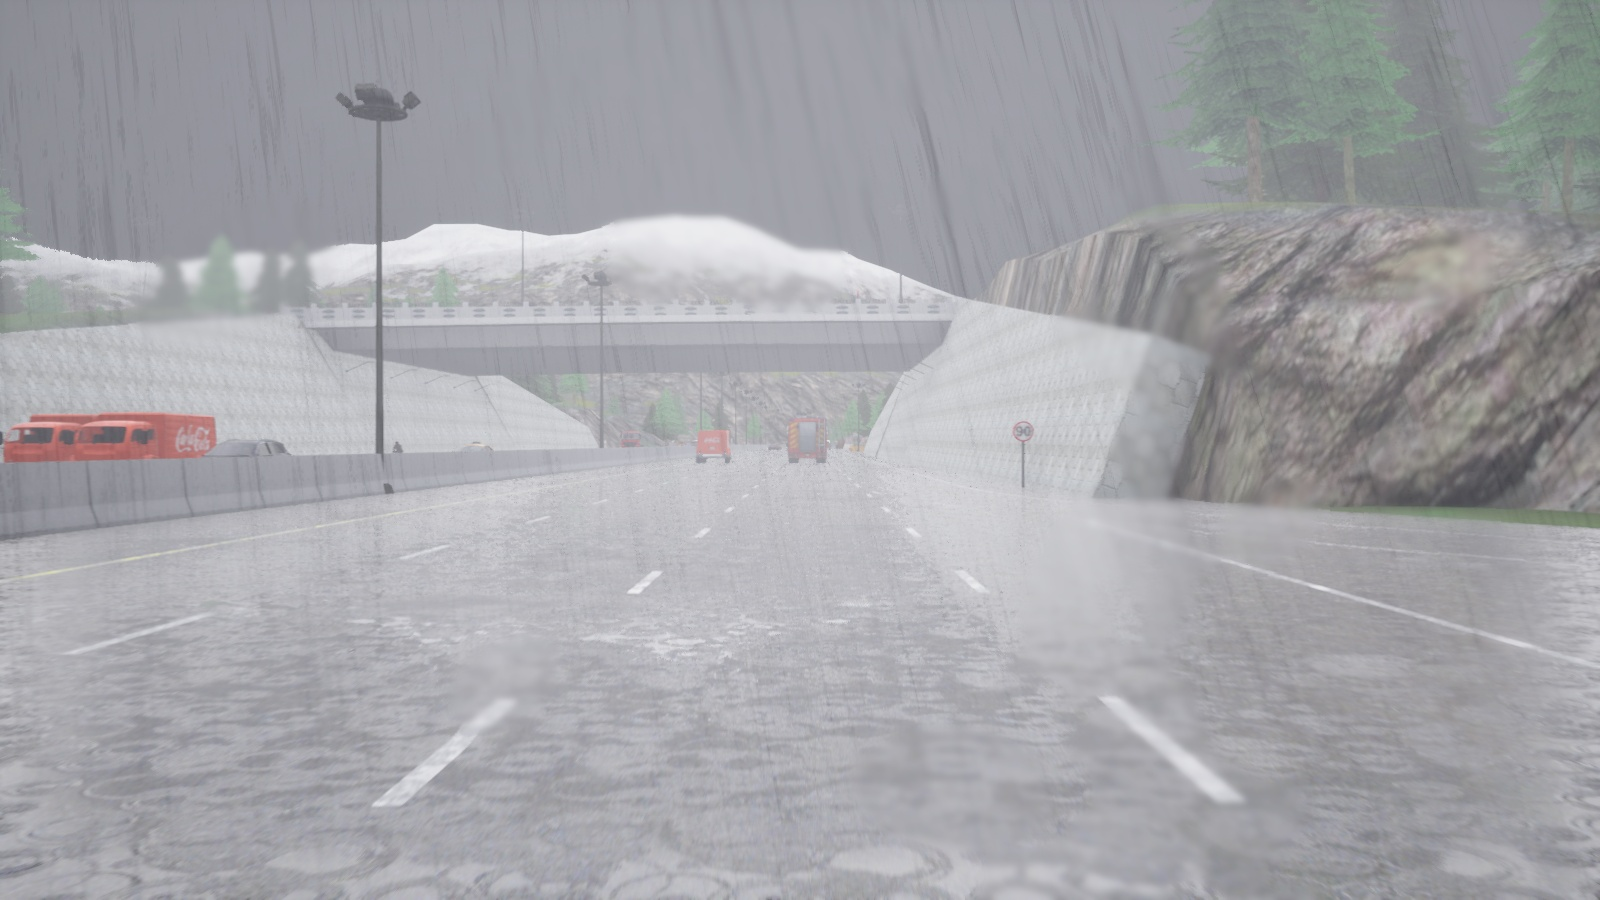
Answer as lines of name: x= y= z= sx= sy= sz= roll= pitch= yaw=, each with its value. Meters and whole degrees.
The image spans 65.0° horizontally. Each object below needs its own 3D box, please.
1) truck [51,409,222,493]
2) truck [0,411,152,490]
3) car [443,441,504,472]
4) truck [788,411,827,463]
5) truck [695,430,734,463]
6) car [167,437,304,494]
truck: x=-20.759 y=0.020 z=39.607 sx=2.627 sy=2.467 sz=5.204 roll=0 pitch=0 yaw=0
truck: x=-24.247 y=0.004 z=41.843 sx=2.627 sy=2.467 sz=5.204 roll=0 pitch=0 yaw=0
car: x=-17.109 y=0.299 z=66.043 sx=1.801 sy=1.575 sz=5.366 roll=0 pitch=0 yaw=0
truck: x=0.566 y=-0.963 z=96.689 sx=2.891 sy=3.827 sz=8.468 roll=0 pitch=0 yaw=0
truck: x=-6.443 y=-0.278 z=95.254 sx=2.627 sy=2.467 sz=5.204 roll=0 pitch=1 yaw=0
car: x=-17.265 y=0.444 z=38.714 sx=2.033 sy=1.649 sz=4.856 roll=0 pitch=0 yaw=0
